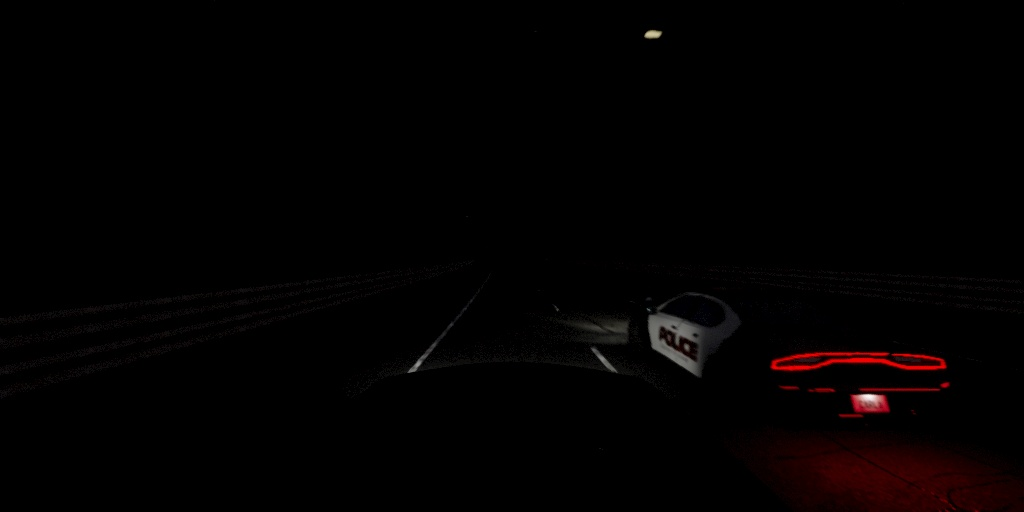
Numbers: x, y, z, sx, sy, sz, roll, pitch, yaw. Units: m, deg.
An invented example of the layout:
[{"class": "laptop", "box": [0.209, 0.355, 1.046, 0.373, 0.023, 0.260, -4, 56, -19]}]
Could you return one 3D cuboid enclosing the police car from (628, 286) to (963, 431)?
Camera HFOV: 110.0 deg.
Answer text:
[{"class": "police car", "box": [3.480, 1.256, 5.905, 2.038, 1.542, 4.974, 0, 0, 0]}]
